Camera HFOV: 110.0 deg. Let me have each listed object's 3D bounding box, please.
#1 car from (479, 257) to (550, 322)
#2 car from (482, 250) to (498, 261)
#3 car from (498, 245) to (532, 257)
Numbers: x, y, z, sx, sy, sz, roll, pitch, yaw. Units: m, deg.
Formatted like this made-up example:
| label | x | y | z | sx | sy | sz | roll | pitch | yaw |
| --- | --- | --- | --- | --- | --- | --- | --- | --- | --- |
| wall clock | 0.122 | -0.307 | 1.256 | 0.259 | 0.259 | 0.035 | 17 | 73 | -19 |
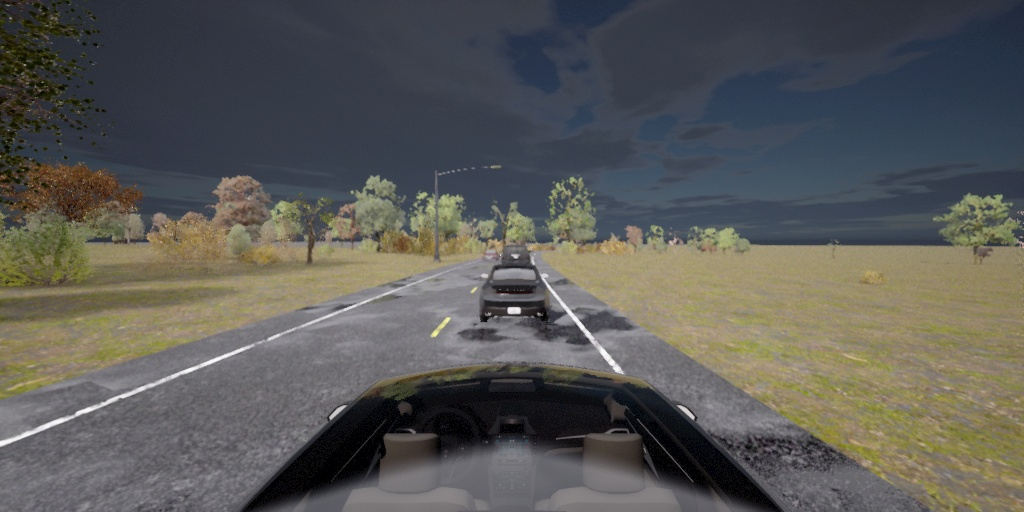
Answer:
| label | x | y | z | sx | sy | sz | roll | pitch | yaw |
| --- | --- | --- | --- | --- | --- | --- | --- | --- | --- |
| car | 0.077 | 0.957 | 10.940 | 1.837 | 1.490 | 4.892 | 0 | 2 | 1 |
| car | -2.654 | -0.089 | 45.960 | 1.812 | 1.442 | 4.674 | 0 | 1 | 3 |
| car | 0.366 | 0.116 | 28.647 | 2.150 | 2.045 | 5.566 | 0 | 2 | 2 |
